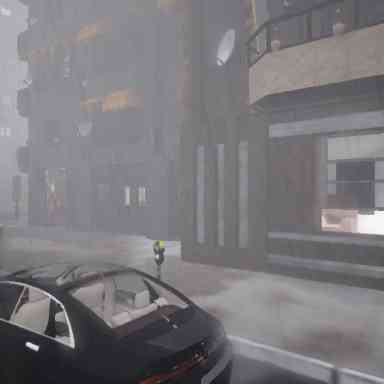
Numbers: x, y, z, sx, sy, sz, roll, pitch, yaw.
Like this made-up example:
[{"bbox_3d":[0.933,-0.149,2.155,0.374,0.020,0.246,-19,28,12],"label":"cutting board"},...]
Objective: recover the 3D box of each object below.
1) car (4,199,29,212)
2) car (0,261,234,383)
[{"bbox_3d":[-17.123,1.254,34.904,1.752,1.417,4.829,1,1,35],"label":"car"},{"bbox_3d":[-1.639,1.549,4.043,4.403,1.369,2.008,0,0,36],"label":"car"}]
